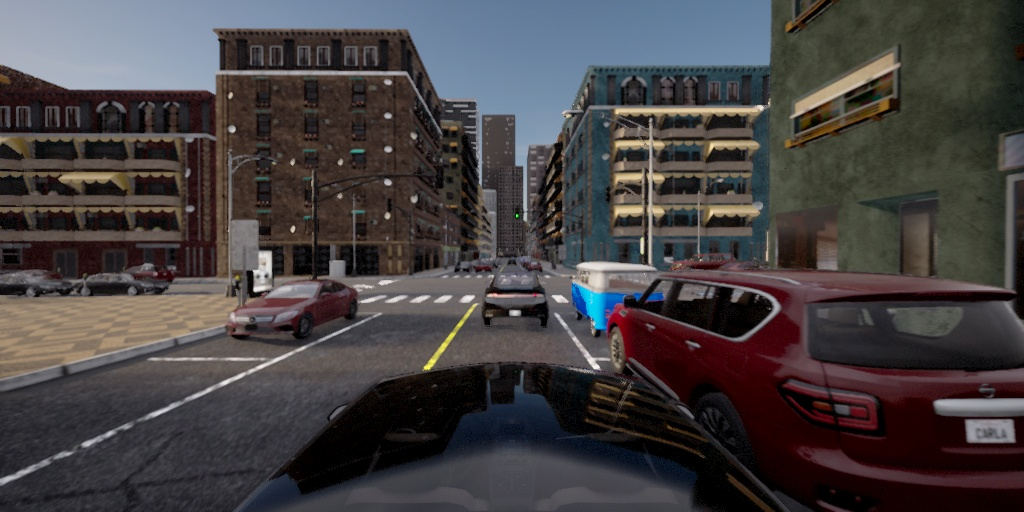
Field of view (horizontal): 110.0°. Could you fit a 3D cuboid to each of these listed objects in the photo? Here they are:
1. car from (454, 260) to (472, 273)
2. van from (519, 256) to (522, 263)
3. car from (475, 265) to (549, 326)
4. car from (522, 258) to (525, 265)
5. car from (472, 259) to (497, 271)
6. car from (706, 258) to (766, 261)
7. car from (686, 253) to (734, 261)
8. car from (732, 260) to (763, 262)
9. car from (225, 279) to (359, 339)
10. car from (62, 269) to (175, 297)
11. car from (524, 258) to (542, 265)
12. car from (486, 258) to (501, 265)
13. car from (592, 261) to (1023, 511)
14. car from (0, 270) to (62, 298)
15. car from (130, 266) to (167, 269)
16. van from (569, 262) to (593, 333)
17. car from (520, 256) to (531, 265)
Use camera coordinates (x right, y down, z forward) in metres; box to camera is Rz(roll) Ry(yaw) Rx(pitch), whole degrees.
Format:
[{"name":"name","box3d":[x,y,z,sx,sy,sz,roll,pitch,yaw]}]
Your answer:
[{"name":"car","box3d":[-5.688,1.241,42.335,1.948,1.339,4.313,0,0,0]},{"name":"van","box3d":[2.696,0.986,64.416,1.690,1.789,3.998,0,0,0]},{"name":"car","box3d":[0.147,1.223,11.529,2.128,1.511,4.902,0,0,2]},{"name":"car","box3d":[2.694,1.233,47.846,1.948,1.339,4.313,0,0,0]},{"name":"car","box3d":[-3.091,1.279,40.703,1.895,1.301,4.718,0,0,0]},{"name":"car","box3d":[15.590,1.036,23.655,4.181,1.385,1.994,-1,1,-1]},{"name":"car","box3d":[15.775,0.727,29.480,5.009,1.841,2.192,0,0,0]},{"name":"car","box3d":[15.796,1.059,21.100,4.313,1.339,1.948,0,0,0]},{"name":"car","box3d":[-5.691,1.315,9.930,1.802,1.307,4.207,0,0,0]},{"name":"car","box3d":[-22.391,1.601,20.701,4.403,1.370,2.007,0,0,0]},{"name":"car","box3d":[2.693,1.257,42.322,1.802,1.307,4.207,0,0,0]},{"name":"car","box3d":[-3.073,1.258,55.092,1.895,1.301,4.718,0,0,0]},{"name":"car","box3d":[2.690,1.059,4.401,2.192,1.841,5.009,0,0,0]},{"name":"car","box3d":[-27.960,1.682,20.662,4.403,1.370,2.007,0,0,0]},{"name":"car","box3d":[-30.258,1.522,29.285,4.097,1.591,1.967,0,0,0]},{"name":"van","box3d":[2.690,1.074,9.928,1.690,1.789,3.998,0,0,0]},{"name":"car","box3d":[2.695,1.197,58.892,1.888,1.381,4.507,0,0,0]}]
